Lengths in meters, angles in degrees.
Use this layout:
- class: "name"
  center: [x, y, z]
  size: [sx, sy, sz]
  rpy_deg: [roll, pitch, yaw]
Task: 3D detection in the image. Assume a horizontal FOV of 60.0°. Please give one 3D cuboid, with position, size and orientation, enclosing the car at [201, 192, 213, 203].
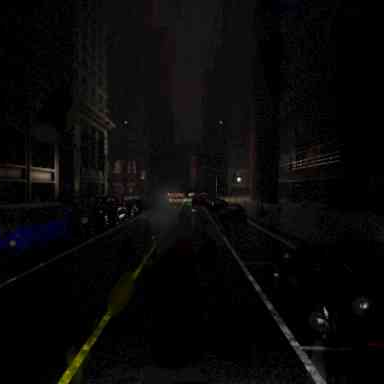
- class: "car"
  center: [2.768, 0.965, 62.415]
  size: [2.192, 1.841, 5.009]
  rpy_deg: [0, 0, 0]

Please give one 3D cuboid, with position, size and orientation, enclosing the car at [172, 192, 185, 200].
- class: "car"
  center: [-2.989, 1.132, 73.832]
  size: [1.895, 1.301, 4.718]
  rpy_deg: [0, 0, 0]

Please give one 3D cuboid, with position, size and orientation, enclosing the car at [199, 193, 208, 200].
- class: "car"
  center: [2.770, 1.009, 79.324]
  size: [1.967, 1.590, 4.097]
  rpy_deg: [0, 0, 0]

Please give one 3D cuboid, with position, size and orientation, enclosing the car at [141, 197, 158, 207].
- class: "car"
  center: [-5.758, 1.319, 45.506]
  size: [1.802, 1.307, 4.206]
  rpy_deg: [0, 0, 0]

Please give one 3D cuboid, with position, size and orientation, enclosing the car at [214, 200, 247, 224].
- class: "car"
  center: [2.764, 1.447, 22.964]
  size: [1.802, 1.307, 4.206]
  rpy_deg: [0, 0, 0]

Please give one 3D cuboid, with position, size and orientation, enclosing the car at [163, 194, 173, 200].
- class: "car"
  center: [-5.754, 1.119, 79.324]
  size: [2.008, 1.369, 4.403]
  rpy_deg: [0, 0, 0]

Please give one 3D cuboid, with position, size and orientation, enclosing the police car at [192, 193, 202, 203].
- class: "police car"
  center: [0.877, 1.073, 62.872]
  size: [1.930, 1.638, 5.238]
  rpy_deg: [0, 0, 0]

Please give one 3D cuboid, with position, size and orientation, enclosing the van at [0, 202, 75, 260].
- class: "van"
  center: [-5.764, 1.271, 11.684]
  size: [1.690, 1.788, 3.998]
  rpy_deg: [0, 0, 0]

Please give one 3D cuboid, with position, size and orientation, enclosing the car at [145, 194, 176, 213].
- class: "car"
  center: [-3.090, 1.295, 33.455]
  size: [2.128, 1.511, 4.902]
  rpy_deg: [0, 0, 0]

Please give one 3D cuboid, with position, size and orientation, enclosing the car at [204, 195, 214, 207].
- class: "car"
  center: [2.766, 1.350, 39.873]
  size: [1.802, 1.307, 4.206]
  rpy_deg: [0, 0, 0]

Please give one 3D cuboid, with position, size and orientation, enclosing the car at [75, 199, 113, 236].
- class: "car"
  center: [-5.763, 1.337, 17.321]
  size: [1.967, 1.590, 4.097]
  rpy_deg: [0, 0, 0]

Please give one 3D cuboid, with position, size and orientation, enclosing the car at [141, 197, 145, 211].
- class: "car"
  center: [-5.760, 1.365, 34.232]
  size: [1.947, 1.339, 4.313]
  rpy_deg: [0, 0, 0]

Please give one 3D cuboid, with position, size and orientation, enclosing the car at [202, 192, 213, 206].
- class: "car"
  center: [2.766, 1.178, 45.508]
  size: [1.967, 1.590, 4.097]
  rpy_deg: [0, 0, 0]

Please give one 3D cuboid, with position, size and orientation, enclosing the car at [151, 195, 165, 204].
- class: "car"
  center: [-5.757, 1.204, 56.608]
  size: [1.752, 1.417, 4.829]
  rpy_deg: [0, 0, 0]

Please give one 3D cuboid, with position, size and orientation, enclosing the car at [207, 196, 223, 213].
- class: "car"
  center: [2.765, 1.382, 34.236]
  size: [1.802, 1.307, 4.206]
  rpy_deg: [0, 0, 0]

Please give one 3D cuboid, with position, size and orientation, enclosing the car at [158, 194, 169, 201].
- class: "car"
  center: [-5.756, 1.187, 68.051]
  size: [1.947, 1.339, 4.313]
  rpy_deg: [0, 0, 0]

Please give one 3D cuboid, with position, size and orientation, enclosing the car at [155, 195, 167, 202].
- class: "car"
  center: [-5.756, 1.231, 62.415]
  size: [1.802, 1.307, 4.206]
  rpy_deg: [0, 0, 0]

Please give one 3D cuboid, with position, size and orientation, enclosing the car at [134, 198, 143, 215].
- class: "car"
  center: [-5.761, 1.397, 28.596]
  size: [1.947, 1.339, 4.313]
  rpy_deg: [0, 0, 0]

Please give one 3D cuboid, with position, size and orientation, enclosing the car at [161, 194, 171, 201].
- class: "car"
  center: [-5.755, 1.161, 73.688]
  size: [1.947, 1.339, 4.313]
  rpy_deg: [0, 0, 0]

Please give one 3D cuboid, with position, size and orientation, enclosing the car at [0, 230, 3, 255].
- class: "car"
  center: [-5.764, 1.513, 6.049]
  size: [2.008, 1.369, 4.403]
  rpy_deg: [0, 0, 0]

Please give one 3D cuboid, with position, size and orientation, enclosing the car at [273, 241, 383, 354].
- class: "car"
  center: [2.761, 1.529, 6.055]
  size: [1.947, 1.339, 4.313]
  rpy_deg: [0, 0, 0]

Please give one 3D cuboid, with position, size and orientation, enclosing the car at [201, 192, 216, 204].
- class: "car"
  center: [2.767, 0.993, 56.779]
  size: [2.192, 1.841, 5.009]
  rpy_deg: [0, 0, 0]

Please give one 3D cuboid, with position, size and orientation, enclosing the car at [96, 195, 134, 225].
- class: "car"
  center: [-5.762, 1.179, 22.958]
  size: [2.192, 1.841, 5.009]
  rpy_deg: [0, 0, 0]

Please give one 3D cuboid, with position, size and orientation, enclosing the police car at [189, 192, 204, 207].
- class: "police car"
  center: [0.907, 1.155, 46.872]
  size: [1.930, 1.638, 5.238]
  rpy_deg: [0, 0, 0]
